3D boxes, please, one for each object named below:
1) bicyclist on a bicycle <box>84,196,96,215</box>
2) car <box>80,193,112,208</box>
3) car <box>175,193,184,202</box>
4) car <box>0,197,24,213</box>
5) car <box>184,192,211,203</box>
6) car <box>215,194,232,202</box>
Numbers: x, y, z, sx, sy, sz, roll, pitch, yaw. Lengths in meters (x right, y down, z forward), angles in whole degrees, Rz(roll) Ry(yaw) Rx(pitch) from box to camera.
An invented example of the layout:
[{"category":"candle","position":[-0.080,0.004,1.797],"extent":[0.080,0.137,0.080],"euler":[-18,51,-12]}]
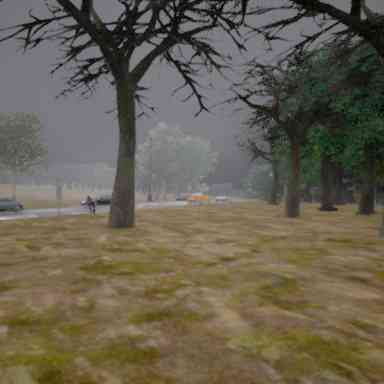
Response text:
[{"category":"bicyclist on a bicycle","position":[-8.780,1.131,28.528],"extent":[1.656,1.620,0.582],"euler":[0,1,36]},{"category":"car","position":[-10.344,0.929,37.604],"extent":[2.128,1.511,4.902],"euler":[2,2,33]},{"category":"car","position":[-0.891,0.843,53.476],"extent":[1.837,1.490,4.892],"euler":[2,0,28]},{"category":"car","position":[-16.781,1.144,28.566],"extent":[1.994,1.385,4.181],"euler":[2,2,37]},{"category":"car","position":[1.244,0.899,50.909],"extent":[1.882,1.535,5.008],"euler":[2,1,28]},{"category":"car","position":[5.833,1.087,60.286],"extent":[1.895,1.301,4.718],"euler":[2,0,23]}]
